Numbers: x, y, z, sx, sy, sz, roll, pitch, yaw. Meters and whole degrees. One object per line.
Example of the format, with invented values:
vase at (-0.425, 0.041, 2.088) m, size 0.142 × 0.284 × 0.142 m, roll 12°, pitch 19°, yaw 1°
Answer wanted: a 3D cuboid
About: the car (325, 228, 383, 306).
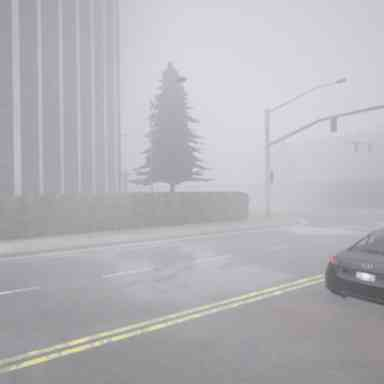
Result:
car at (4.742, 1.463, 7.128) m, size 4.181 × 1.385 × 1.994 m, roll -1°, pitch 0°, yaw -35°
